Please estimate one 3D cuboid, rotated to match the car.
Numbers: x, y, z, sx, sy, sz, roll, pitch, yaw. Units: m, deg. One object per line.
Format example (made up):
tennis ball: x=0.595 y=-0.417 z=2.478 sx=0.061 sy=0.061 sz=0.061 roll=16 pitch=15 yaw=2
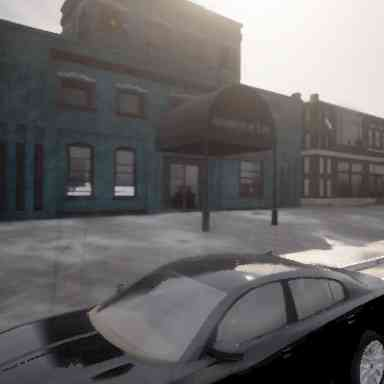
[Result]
car: x=0.259 y=1.478 z=3.555 sx=5.008 sy=1.535 sz=1.882 roll=0 pitch=0 yaw=-35
